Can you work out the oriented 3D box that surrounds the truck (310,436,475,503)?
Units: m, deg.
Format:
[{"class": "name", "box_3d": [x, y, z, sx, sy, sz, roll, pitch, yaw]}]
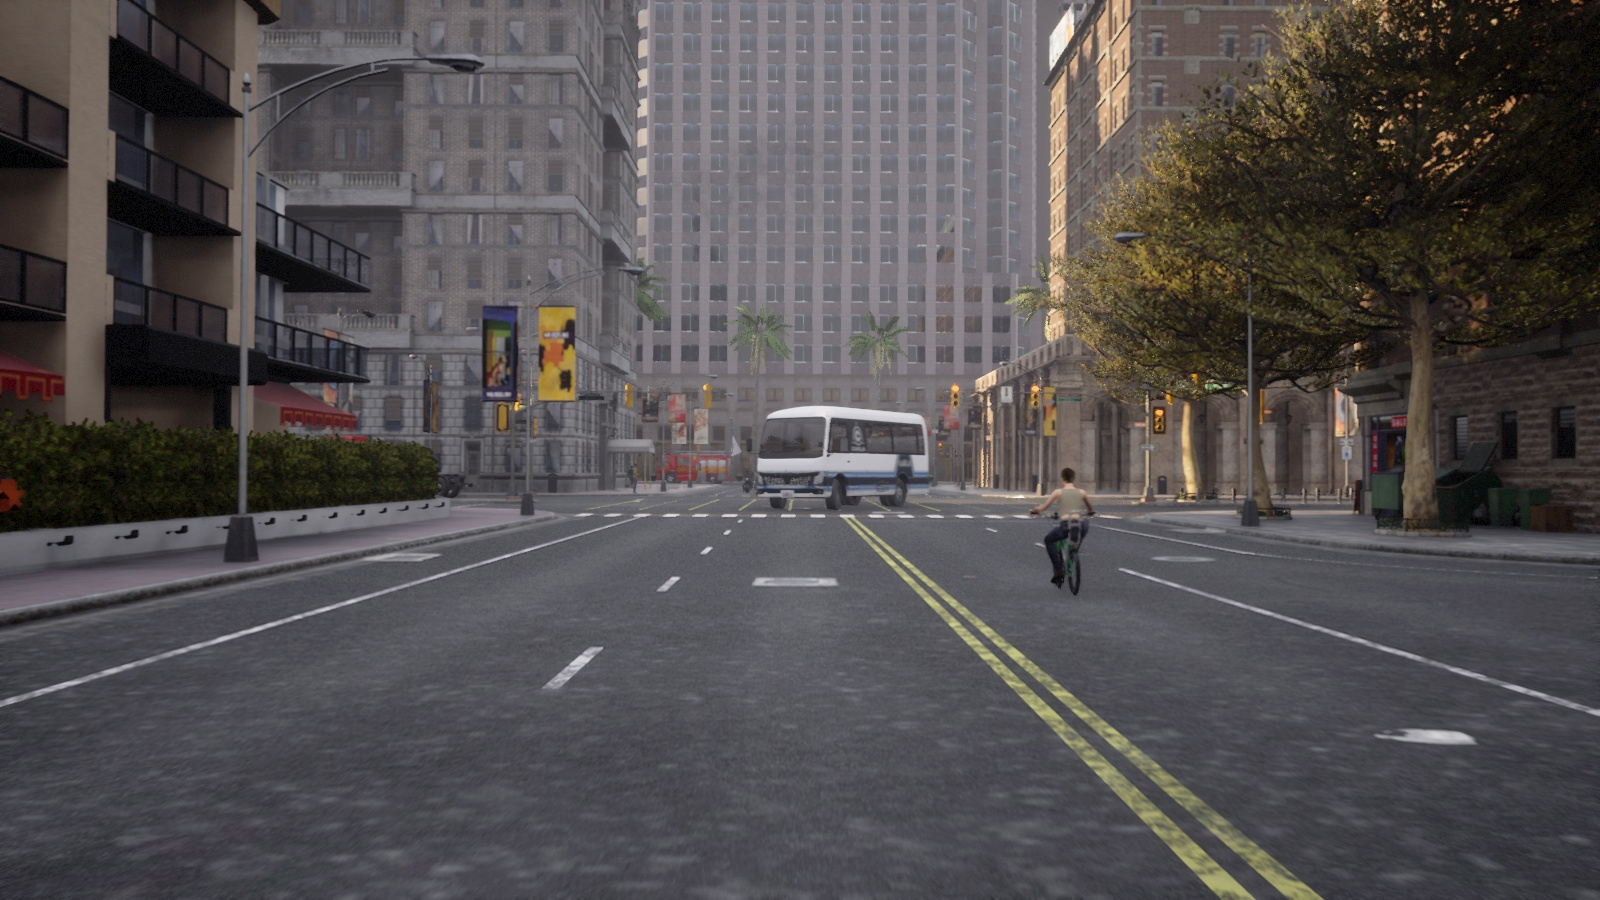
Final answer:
[{"class": "truck", "box_3d": [-21.808, 1.049, 67.474, 7.936, 3.462, 2.891, 0, -1, 0]}]

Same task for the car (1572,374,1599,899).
[{"class": "car", "box_3d": [3.494, 0.647, 1.784, 1.932, 1.855, 4.605, 0, -1, 0]}]

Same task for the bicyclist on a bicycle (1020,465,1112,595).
[{"class": "bicyclist on a bicycle", "box_3d": [3.465, 1.013, 16.475, 0.866, 1.612, 1.509, 0, -1, 0]}]

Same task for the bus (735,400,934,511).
[{"class": "bus", "box_3d": [1.744, 0.328, 53.553, 3.944, 4.253, 10.273, -1, -1, 31]}]
